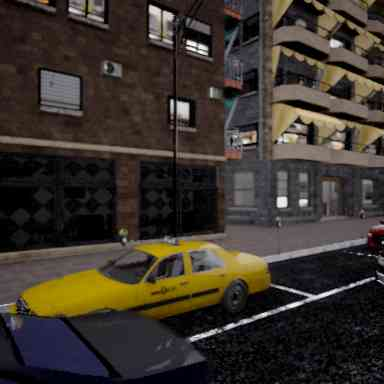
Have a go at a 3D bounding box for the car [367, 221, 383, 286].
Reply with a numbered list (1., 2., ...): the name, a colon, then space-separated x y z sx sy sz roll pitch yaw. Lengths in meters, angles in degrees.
1. car: 6.256 1.448 8.001 4.902 1.511 2.128 -1 0 -37

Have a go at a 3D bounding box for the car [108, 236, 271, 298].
1. car: -0.601 1.553 6.150 4.829 1.417 1.752 -1 1 -36

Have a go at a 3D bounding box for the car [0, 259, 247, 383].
1. car: -2.252 1.582 1.729 5.357 1.411 2.033 -1 0 -36
